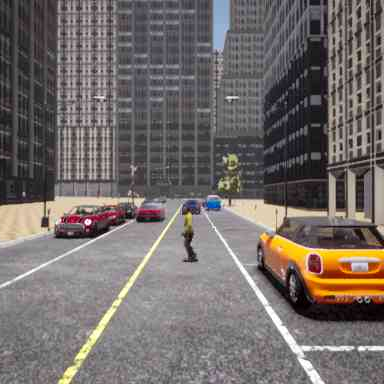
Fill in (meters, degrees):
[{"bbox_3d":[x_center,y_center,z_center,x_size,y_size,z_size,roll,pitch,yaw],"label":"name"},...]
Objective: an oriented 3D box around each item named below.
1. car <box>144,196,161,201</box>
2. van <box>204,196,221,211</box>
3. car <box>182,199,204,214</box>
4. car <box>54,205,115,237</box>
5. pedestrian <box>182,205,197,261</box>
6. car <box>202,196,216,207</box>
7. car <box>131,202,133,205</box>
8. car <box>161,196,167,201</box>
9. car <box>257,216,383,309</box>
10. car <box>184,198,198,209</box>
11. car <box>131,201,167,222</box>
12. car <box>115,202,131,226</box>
[{"bbox_3d":[-5.824,1.555,45.923,1.947,1.339,4.313,1,0,0],"label":"car"},{"bbox_3d":[2.577,1.333,40.300,1.690,1.788,3.998,1,0,0],"label":"van"},{"bbox_3d":[-0.026,1.519,34.531,1.812,1.442,4.674,0,0,0],"label":"car"},{"bbox_3d":[-5.735,1.437,17.709,1.967,1.590,4.097,1,0,0],"label":"car"},{"bbox_3d":[-0.105,1.292,10.845,0.375,1.860,0.375,1,-1,0],"label":"pedestrian"},{"bbox_3d":[2.541,1.428,51.582,1.967,1.590,4.097,1,0,0],"label":"car"},{"bbox_3d":[-5.772,1.560,28.995,1.947,1.339,4.313,1,0,0],"label":"car"},{"bbox_3d":[-6.023,1.530,68.491,2.008,1.369,4.403,1,0,0],"label":"car"},{"bbox_3d":[2.976,1.350,8.039,2.097,1.767,4.553,0,0,0],"label":"car"},{"bbox_3d":[-0.094,1.590,46.722,1.895,1.301,4.718,0,0,0],"label":"car"},{"bbox_3d":[-3.181,1.596,25.959,1.895,1.301,4.718,0,0,0],"label":"car"},{"bbox_3d":[-5.754,1.578,23.352,1.802,1.307,4.206,1,0,0],"label":"car"}]
